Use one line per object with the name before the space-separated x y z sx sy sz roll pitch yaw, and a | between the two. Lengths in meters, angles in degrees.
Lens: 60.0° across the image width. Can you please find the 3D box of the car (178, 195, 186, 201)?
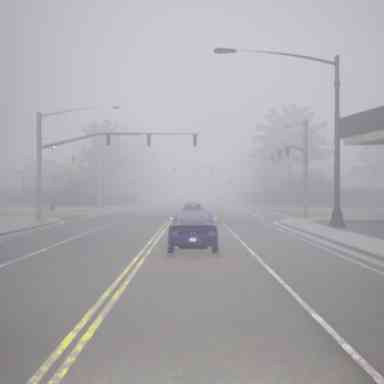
car | -2.511 1.606 87.634 1.994 1.385 4.181 0 0 0

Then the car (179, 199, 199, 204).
car | 0.063 1.582 28.088 1.994 1.385 4.181 0 0 1

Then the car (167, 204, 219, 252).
car | 0.051 1.486 13.924 1.882 1.535 5.008 0 0 0
